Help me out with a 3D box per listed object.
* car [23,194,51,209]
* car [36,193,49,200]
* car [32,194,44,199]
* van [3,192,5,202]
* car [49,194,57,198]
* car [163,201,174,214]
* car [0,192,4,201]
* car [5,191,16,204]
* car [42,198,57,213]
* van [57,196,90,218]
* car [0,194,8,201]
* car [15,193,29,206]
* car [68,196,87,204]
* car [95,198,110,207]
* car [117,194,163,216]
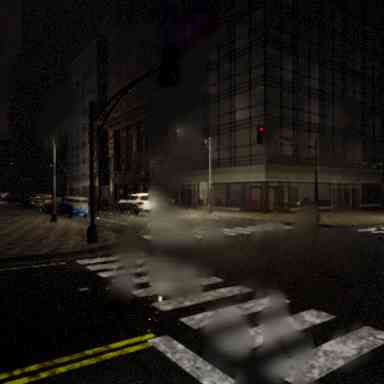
[{"bbox_3d":[-20.280,1.360,43.442,1.967,1.590,4.097,0,0,-35],"label":"car"},{"bbox_3d":[-36.275,1.071,80.597,1.967,1.590,4.097,0,0,-35],"label":"car"},{"bbox_3d":[-39.552,1.144,85.198,2.008,1.369,4.403,0,0,-35],"label":"car"},{"bbox_3d":[-33.386,1.118,61.846,1.690,1.788,3.998,0,0,-35],"label":"van"},{"bbox_3d":[-29.722,1.288,71.396,1.802,1.307,4.206,0,0,-35],"label":"car"},{"bbox_3d":[-3.506,1.545,34.584,1.947,1.339,4.313,0,0,-35],"label":"car"},{"bbox_3d":[-36.664,1.284,66.447,1.887,1.381,4.507,0,0,-35],"label":"car"},{"bbox_3d":[-30.109,1.130,57.244,2.192,1.841,5.009,0,0,-35],"label":"car"},{"bbox_3d":[-13.727,1.565,34.240,1.802,1.307,4.206,0,0,-35],"label":"car"},{"bbox_3d":[-10.449,1.353,29.637,1.690,1.788,3.998,0,0,-35],"label":"van"},{"bbox_3d":[-43.217,1.230,75.649,1.947,1.339,4.313,0,0,-35],"label":"car"},{"bbox_3d":[-23.556,1.201,48.042,2.192,1.841,5.009,0,0,-35],"label":"car"},{"bbox_3d":[-19.891,1.363,57.591,1.887,1.381,4.507,0,0,-35],"label":"car"},{"bbox_3d":[-13.337,1.468,48.389,1.802,1.307,4.206,0,0,-35],"label":"car"},{"bbox_3d":[-5.429,1.212,32.870,2.150,2.045,5.566,0,0,-36],"label":"car"}]
